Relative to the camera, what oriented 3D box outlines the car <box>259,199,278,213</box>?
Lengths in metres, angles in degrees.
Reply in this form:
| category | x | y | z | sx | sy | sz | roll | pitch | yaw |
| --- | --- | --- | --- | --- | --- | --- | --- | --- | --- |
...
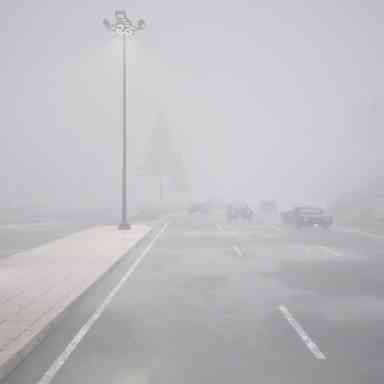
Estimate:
| category | x | y | z | sx | sy | sz | roll | pitch | yaw |
| --- | --- | --- | --- | --- | --- | --- | --- | --- | --- |
| car | 8.647 | 1.478 | 37.589 | 1.882 | 1.535 | 5.008 | 0 | 0 | 14 |

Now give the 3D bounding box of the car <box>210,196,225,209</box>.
| category | x | y | z | sx | sy | sz | roll | pitch | yaw |
| --- | --- | --- | --- | --- | --- | --- | --- | --- | --- |
| car | 3.293 | 1.352 | 44.412 | 2.097 | 1.767 | 4.553 | 0 | 0 | 16 |

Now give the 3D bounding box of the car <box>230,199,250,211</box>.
| category | x | y | z | sx | sy | sz | roll | pitch | yaw |
| --- | --- | --- | --- | --- | --- | --- | --- | --- | --- |
| car | 5.990 | 1.601 | 41.162 | 1.895 | 1.301 | 4.718 | 0 | 0 | 15 |

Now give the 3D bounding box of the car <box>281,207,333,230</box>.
| category | x | y | z | sx | sy | sz | roll | pitch | yaw |
| --- | --- | --- | --- | --- | --- | --- | --- | --- | --- |
| car | 7.106 | 1.601 | 21.195 | 1.895 | 1.301 | 4.718 | 0 | 0 | 0 |

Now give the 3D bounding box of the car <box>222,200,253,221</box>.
| category | x | y | z | sx | sy | sz | roll | pitch | yaw |
| --- | --- | --- | --- | --- | --- | --- | --- | --- | --- |
| car | 3.718 | 1.600 | 27.204 | 1.895 | 1.301 | 4.718 | 0 | 0 | 2 |

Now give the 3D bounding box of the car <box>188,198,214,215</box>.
| category | x | y | z | sx | sy | sz | roll | pitch | yaw |
| --- | --- | --- | --- | --- | --- | --- | --- | --- | --- |
| car | 0.870 | 1.601 | 34.405 | 1.895 | 1.301 | 4.718 | 0 | 0 | 9 |
